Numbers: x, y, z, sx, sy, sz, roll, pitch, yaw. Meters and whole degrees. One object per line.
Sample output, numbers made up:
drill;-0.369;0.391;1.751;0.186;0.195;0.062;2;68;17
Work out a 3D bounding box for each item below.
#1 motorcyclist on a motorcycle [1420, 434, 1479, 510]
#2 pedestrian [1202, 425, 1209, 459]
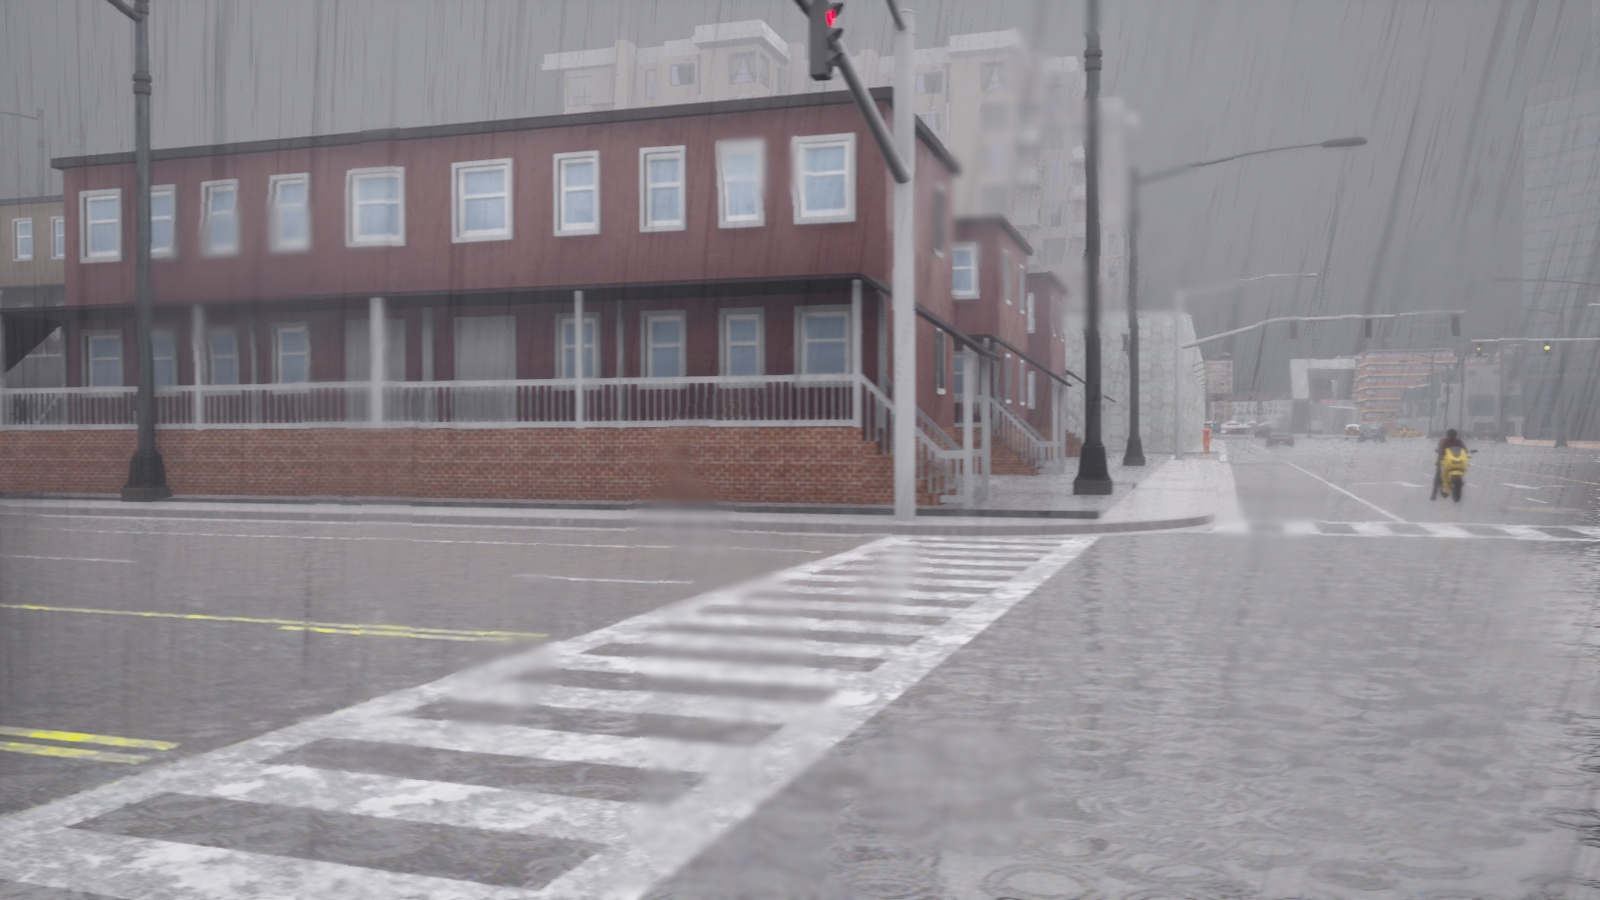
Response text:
motorcyclist on a motorcycle;13.681;0.436;26.500;0.797;1.523;2.044;1;1;19
pedestrian;22.326;-0.442;69.190;0.345;1.836;0.594;1;1;19
